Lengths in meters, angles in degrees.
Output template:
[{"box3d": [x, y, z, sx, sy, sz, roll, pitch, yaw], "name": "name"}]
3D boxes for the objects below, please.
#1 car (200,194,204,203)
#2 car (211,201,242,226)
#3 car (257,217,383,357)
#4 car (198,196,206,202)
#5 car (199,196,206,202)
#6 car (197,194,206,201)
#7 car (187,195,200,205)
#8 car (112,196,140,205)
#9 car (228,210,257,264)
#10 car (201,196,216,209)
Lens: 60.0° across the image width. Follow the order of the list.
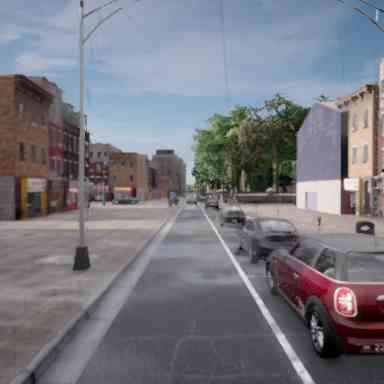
[{"box3d": [2.642, 1.750, 77.916, 2.008, 1.369, 4.403, -1, 0, 0], "name": "car"}, {"box3d": [2.633, 1.556, 22.915, 2.008, 1.369, 4.403, -1, 0, 0], "name": "car"}, {"box3d": [2.629, 1.438, 6.049, 1.967, 1.590, 4.097, -1, 0, 0], "name": "car"}, {"box3d": [2.644, 1.821, 88.817, 2.008, 1.369, 4.403, -1, 0, 0], "name": "car"}, {"box3d": [2.643, 1.760, 83.535, 1.752, 1.417, 4.829, -1, 0, 0], "name": "car"}, {"box3d": [2.640, 1.626, 94.268, 2.192, 1.841, 5.009, -1, 0, 0], "name": "car"}, {"box3d": [0.014, 1.652, 61.935, 1.994, 1.385, 4.181, 0, 0, 0], "name": "car"}, {"box3d": [-11.992, 1.544, 60.480, 4.902, 1.511, 2.128, 0, 1, 0], "name": "car"}, {"box3d": [2.632, 1.549, 11.670, 2.008, 1.369, 4.403, -1, 0, 0], "name": "car"}, {"box3d": [2.637, 1.618, 45.402, 1.947, 1.339, 4.313, -1, 0, 0], "name": "car"}]
